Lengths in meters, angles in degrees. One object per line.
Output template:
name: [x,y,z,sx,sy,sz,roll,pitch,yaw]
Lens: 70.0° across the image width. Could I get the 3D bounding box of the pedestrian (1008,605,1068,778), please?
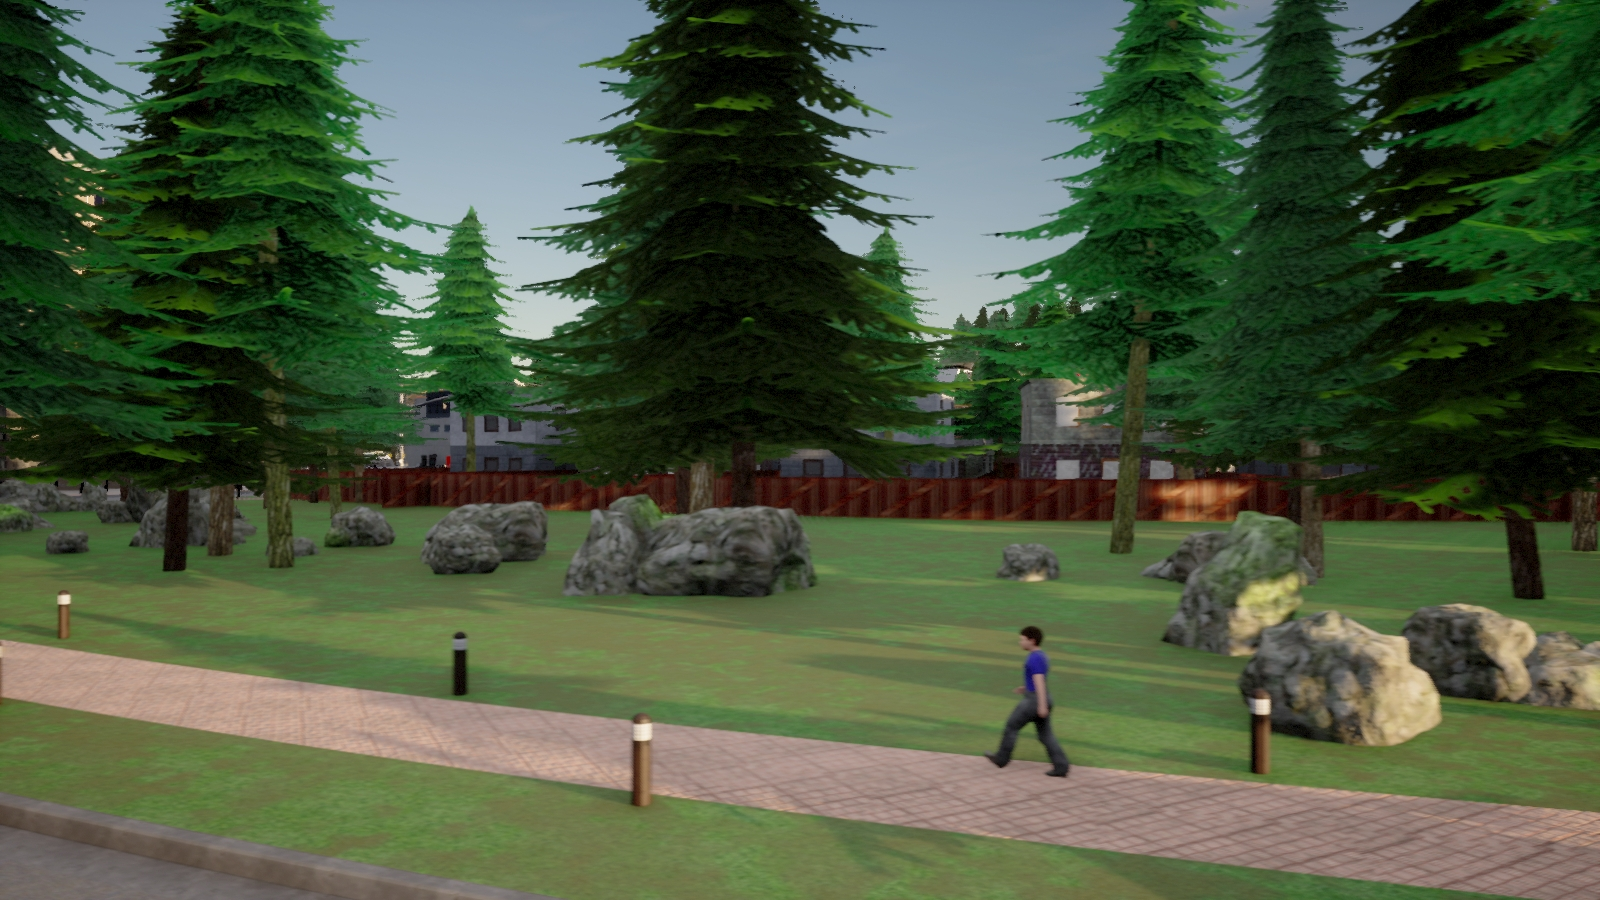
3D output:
pedestrian: [1.942,1.945,9.310,0.375,1.300,0.375,0,0,32]
